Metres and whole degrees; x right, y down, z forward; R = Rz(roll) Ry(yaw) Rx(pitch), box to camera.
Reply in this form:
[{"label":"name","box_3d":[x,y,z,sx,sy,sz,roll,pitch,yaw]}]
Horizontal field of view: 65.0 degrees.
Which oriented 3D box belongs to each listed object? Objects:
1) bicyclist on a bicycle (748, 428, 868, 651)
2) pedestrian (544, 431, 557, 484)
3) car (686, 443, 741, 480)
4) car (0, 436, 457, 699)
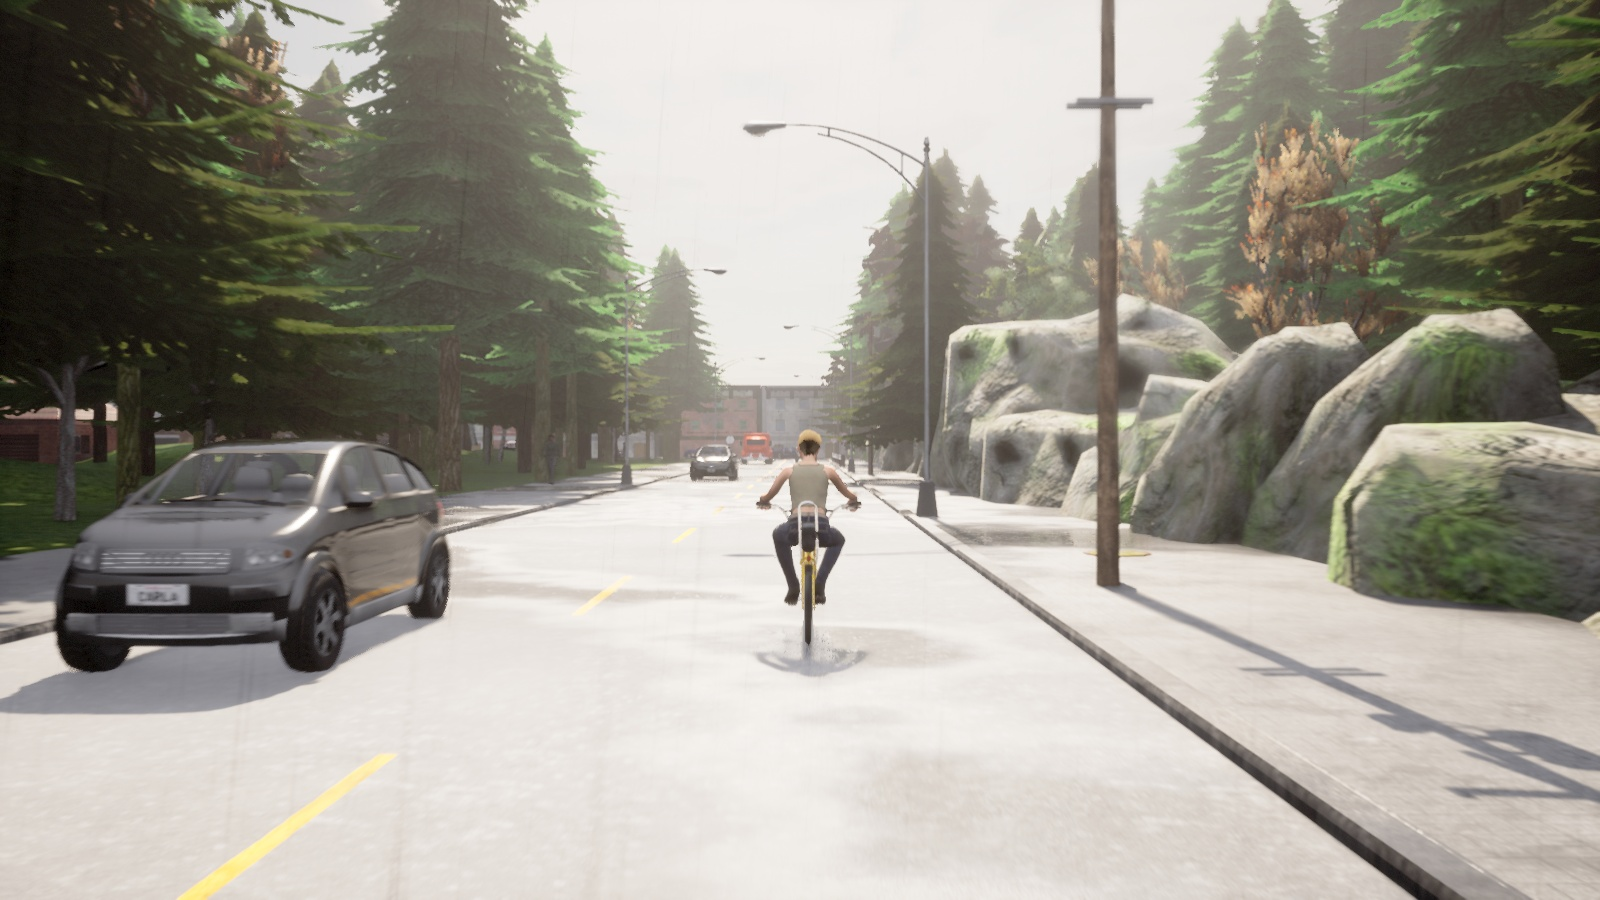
[{"label":"bicyclist on a bicycle","box_3d":[0.068,0.642,9.823,0.866,1.612,1.509,0,0,1]},{"label":"pedestrian","box_3d":[-8.694,0.265,43.830,0.353,1.847,0.614,0,0,-2]},{"label":"car","box_3d":[-3.671,0.463,53.958,2.007,1.525,4.514,0,0,0]},{"label":"car","box_3d":[-3.931,0.682,9.237,1.789,1.549,3.705,0,0,0]}]
